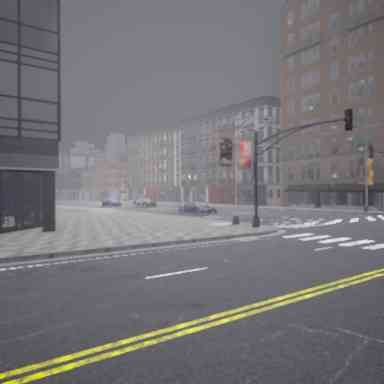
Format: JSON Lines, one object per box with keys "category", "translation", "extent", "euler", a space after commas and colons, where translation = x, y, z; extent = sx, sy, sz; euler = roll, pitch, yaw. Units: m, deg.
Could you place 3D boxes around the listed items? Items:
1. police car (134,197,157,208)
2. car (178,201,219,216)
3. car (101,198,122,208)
{"category": "police car", "translation": [-7.300, 1.642, 52.178], "extent": [1.930, 1.638, 5.238], "euler": [0, 0, -37]}
{"category": "car", "translation": [0.525, 1.710, 35.570], "extent": [2.033, 1.411, 5.357], "euler": [0, 0, -35]}
{"category": "car", "translation": [-13.193, 1.738, 54.474], "extent": [1.882, 1.535, 5.008], "euler": [0, 0, -37]}
